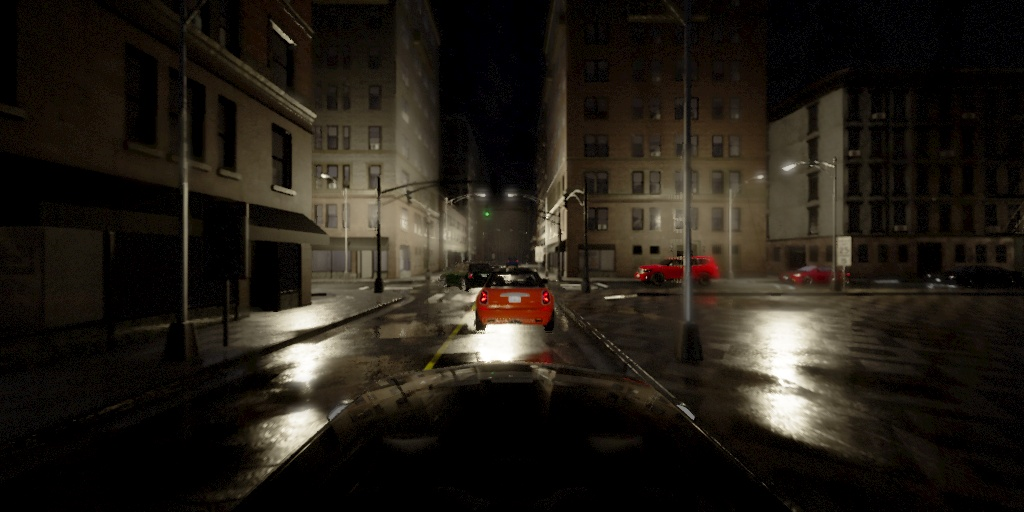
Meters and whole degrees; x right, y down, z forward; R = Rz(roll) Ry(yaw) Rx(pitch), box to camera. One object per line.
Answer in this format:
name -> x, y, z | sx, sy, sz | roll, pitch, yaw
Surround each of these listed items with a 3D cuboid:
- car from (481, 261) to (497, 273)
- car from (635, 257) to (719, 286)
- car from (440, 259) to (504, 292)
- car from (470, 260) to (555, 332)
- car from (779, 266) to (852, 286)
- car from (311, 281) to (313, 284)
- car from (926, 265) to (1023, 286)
car -> -3.100, 1.417, 48.793 | 1.837, 1.490, 4.892 | 0, 0, 0
car -> 11.848, 1.059, 25.860 | 5.566, 2.045, 2.150 | 0, 0, 0
car -> -2.732, 1.173, 22.191 | 2.097, 1.767, 4.553 | 0, 0, -32
car -> 0.082, 1.134, 11.199 | 2.097, 1.767, 4.553 | 0, 0, 0
car -> 21.837, 1.405, 25.923 | 4.181, 1.385, 1.994 | 0, 0, 0
car -> -15.577, 1.367, 22.449 | 5.357, 1.411, 2.033 | 0, 0, -1
car -> 33.573, 1.390, 26.011 | 5.357, 1.411, 2.033 | 0, 0, -1
